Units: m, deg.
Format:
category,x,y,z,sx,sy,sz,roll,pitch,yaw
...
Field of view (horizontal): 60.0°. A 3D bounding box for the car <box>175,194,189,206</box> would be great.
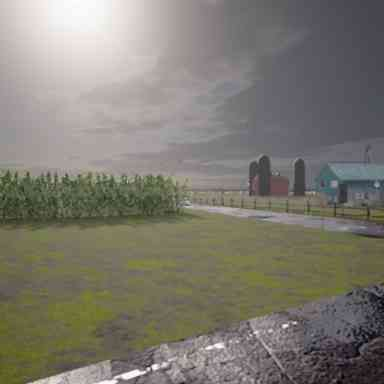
category,x,y,z,sx,sy,sz,roll,pitch,yaw
car,-2.186,1.416,59.349,2.150,2.045,5.566,0,0,-18
